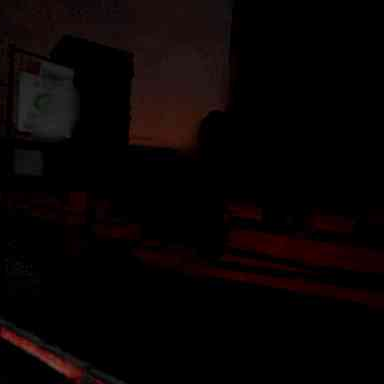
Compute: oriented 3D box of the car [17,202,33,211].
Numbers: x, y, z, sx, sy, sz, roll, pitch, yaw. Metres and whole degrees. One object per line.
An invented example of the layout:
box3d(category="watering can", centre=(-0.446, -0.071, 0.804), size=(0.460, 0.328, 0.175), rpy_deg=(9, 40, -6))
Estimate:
box3d(category="car", centre=(-23.940, 2.177, 50.305), size=(2.033, 1.411, 5.357), rpy_deg=(4, -2, 9))
